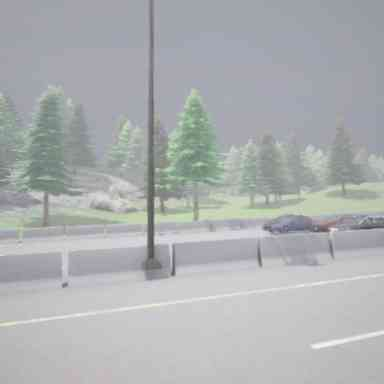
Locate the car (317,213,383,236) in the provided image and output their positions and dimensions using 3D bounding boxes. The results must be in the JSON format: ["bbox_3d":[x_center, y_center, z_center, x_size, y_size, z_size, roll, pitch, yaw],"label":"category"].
[{"bbox_3d":[11.176,2.260,21.864,4.902,1.511,2.128,-1,-3,-20],"label":"car"}]

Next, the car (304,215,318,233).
[{"bbox_3d":[11.599,2.426,25.735,5.008,1.535,1.882,-1,-3,-20],"label":"car"}]

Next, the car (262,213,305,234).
[{"bbox_3d":[8.704,2.745,28.398,5.357,1.411,2.033,-1,-3,-20],"label":"car"}]

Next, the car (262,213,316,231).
[{"bbox_3d":[9.449,2.876,32.384,4.892,1.490,1.837,-1,-3,-20],"label":"car"}]
